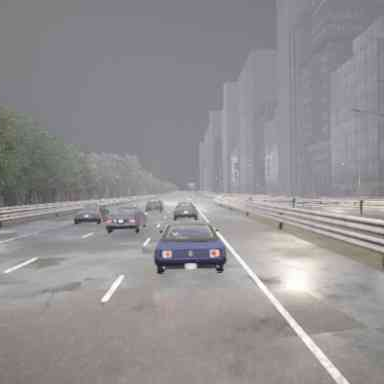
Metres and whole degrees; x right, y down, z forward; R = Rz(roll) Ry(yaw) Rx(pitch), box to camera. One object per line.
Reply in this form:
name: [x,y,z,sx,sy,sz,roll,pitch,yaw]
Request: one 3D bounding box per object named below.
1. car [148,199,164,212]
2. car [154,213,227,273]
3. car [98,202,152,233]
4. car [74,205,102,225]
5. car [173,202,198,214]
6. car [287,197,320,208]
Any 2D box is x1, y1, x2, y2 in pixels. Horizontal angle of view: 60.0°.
car: [-4.338,1.541,39.193,2.128,1.511,4.902,-1,0,-2]
car: [-0.089,1.591,10.625,1.895,1.301,4.718,-1,0,-1]
car: [-3.847,1.594,20.167,2.033,1.411,5.357,-1,0,-2]
car: [-7.479,1.669,25.435,1.994,1.385,4.181,-1,0,-1]
car: [-0.544,1.551,27.988,1.994,1.385,4.181,-1,0,-1]
car: [15.005,1.383,45.198,2.033,1.411,5.357,-1,0,-20]
